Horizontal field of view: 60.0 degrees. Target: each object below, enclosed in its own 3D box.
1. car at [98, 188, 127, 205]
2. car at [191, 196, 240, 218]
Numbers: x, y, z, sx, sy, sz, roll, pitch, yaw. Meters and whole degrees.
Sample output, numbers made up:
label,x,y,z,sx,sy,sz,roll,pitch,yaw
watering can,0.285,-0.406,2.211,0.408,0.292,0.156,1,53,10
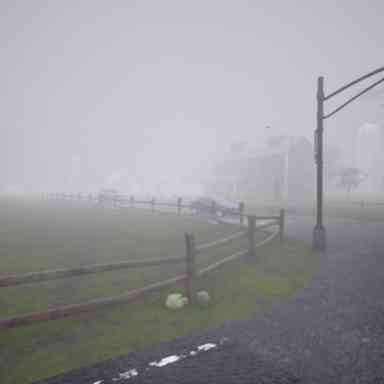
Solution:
label,x,y,z,sx,sy,sz,roll,pitch,yaw
car,-10.464,0.555,43.440,2.150,2.045,5.566,1,0,-35
car,1.867,1.090,26.011,1.882,1.535,5.008,1,1,-35
